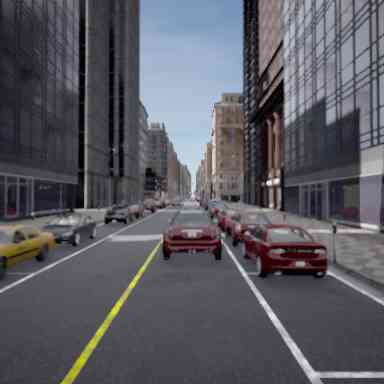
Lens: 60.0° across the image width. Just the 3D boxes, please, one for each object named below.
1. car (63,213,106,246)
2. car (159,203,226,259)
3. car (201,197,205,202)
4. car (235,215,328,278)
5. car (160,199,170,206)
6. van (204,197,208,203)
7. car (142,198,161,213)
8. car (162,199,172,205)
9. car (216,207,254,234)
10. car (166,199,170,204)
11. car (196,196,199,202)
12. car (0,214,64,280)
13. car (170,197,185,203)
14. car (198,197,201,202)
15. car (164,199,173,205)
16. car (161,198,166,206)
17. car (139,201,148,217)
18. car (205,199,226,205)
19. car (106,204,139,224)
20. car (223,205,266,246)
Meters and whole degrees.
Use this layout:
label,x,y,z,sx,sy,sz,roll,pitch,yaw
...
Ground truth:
label,x,y,z,sx,sy,sz,roll,pitch,yaw
car,-5.855,1.722,16.043,2.008,1.369,4.403,1,-1,0
car,0.018,1.495,13.437,2.097,1.767,4.553,0,-1,0
car,2.665,1.790,44.161,2.192,1.841,5.009,1,-1,0
car,2.673,1.657,10.414,1.887,1.381,4.507,1,-1,0
car,-5.872,2.309,72.115,1.752,1.417,4.829,1,-1,0
van,2.666,1.754,38.537,1.690,1.788,3.998,1,-1,0
car,-5.861,1.789,44.166,2.192,1.841,5.009,1,-1,0
car,-5.874,2.392,77.909,1.887,1.381,4.507,1,-1,0
car,2.670,1.776,21.663,1.887,1.381,4.507,1,-1,0
car,-5.866,1.975,61.039,2.192,1.841,5.009,1,-1,0
car,2.656,2.101,72.281,2.192,1.841,5.009,1,-1,0
car,-5.853,1.635,10.249,1.752,1.417,4.829,1,-1,0
car,-3.030,2.255,65.354,2.033,1.411,5.357,0,-1,0
car,2.658,2.101,61.031,1.967,1.590,4.097,1,-1,0
car,-5.875,2.434,83.363,1.752,1.417,4.829,1,-1,0
car,-5.867,2.142,55.412,1.887,1.381,4.507,1,-1,0
car,-5.860,1.896,32.915,1.887,1.381,4.507,1,-1,0
car,2.667,1.792,32.912,1.967,1.590,4.097,1,-1,0
car,-5.858,1.857,27.291,1.947,1.339,4.313,1,-1,0
car,2.672,1.612,16.040,1.967,1.590,4.097,1,-1,0
